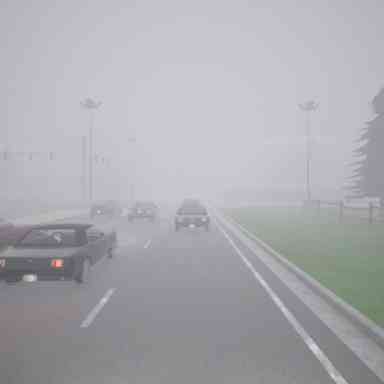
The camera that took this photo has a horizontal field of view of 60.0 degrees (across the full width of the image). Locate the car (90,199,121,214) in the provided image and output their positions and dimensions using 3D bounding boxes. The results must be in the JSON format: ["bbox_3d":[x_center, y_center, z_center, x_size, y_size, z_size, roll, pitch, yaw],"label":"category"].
[{"bbox_3d":[-7.042,1.316,27.353,1.812,1.442,4.674,0,0,0],"label":"car"}]

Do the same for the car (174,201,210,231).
[{"bbox_3d":[0.002,1.450,19.334,1.895,1.301,4.718,0,0,0],"label":"car"}]

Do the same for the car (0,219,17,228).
[{"bbox_3d":[-6.957,1.517,11.101,1.895,1.301,4.718,0,0,0],"label":"car"}]

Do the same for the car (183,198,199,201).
[{"bbox_3d":[-0.050,1.280,28.884,1.837,1.490,4.892,0,0,0],"label":"car"}]

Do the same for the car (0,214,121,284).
[{"bbox_3d":[-3.447,1.529,9.299,1.895,1.301,4.718,0,0,0],"label":"car"}]

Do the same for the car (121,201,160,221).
[{"bbox_3d":[-3.528,1.356,24.755,2.033,1.411,5.357,0,0,0],"label":"car"}]
